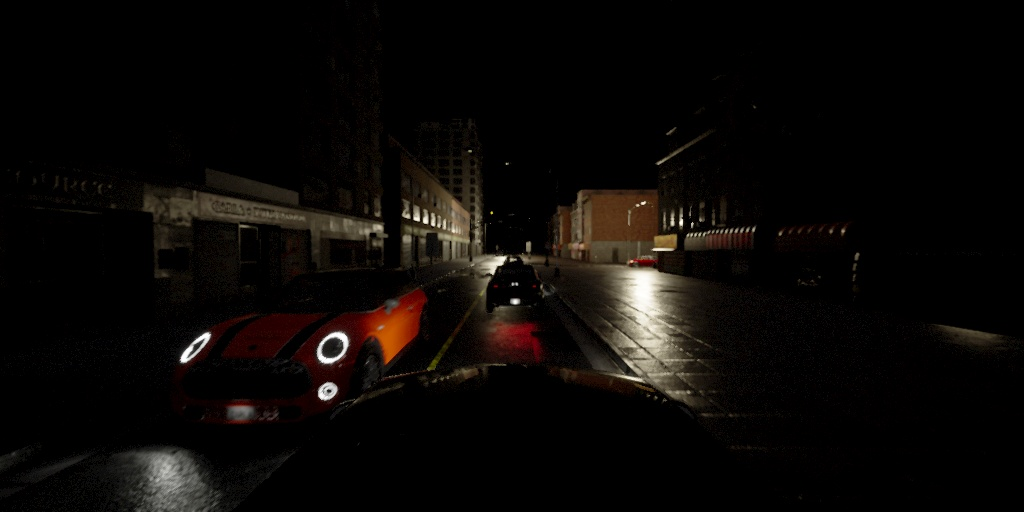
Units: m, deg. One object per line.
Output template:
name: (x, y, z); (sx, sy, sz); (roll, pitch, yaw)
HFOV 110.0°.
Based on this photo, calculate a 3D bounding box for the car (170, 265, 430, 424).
car: (-2.849, 1.013, 6.000); (2.097, 1.767, 4.553); (0, 1, 0)

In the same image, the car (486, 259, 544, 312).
car: (0.102, 1.023, 12.930); (1.837, 1.490, 4.892); (0, 1, 0)

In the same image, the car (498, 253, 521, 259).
car: (0.107, 0.703, 30.365); (2.033, 1.411, 5.357); (0, 1, 0)

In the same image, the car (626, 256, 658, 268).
car: (16.369, 0.682, 44.706); (4.097, 1.591, 1.967); (0, 0, 0)
